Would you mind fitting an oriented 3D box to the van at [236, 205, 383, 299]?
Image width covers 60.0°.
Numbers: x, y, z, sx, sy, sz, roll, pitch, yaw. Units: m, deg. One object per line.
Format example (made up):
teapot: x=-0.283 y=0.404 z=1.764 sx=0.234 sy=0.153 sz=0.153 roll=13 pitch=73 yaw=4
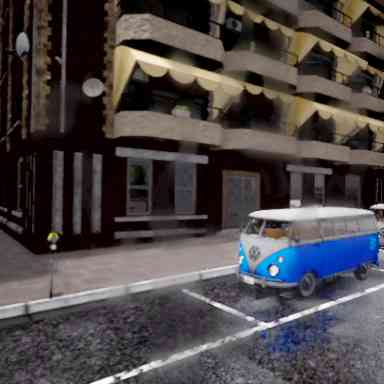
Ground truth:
van: x=2.912 y=1.296 z=8.107 sx=3.998 sy=1.788 sz=1.690 roll=0 pitch=2 yaw=-35
